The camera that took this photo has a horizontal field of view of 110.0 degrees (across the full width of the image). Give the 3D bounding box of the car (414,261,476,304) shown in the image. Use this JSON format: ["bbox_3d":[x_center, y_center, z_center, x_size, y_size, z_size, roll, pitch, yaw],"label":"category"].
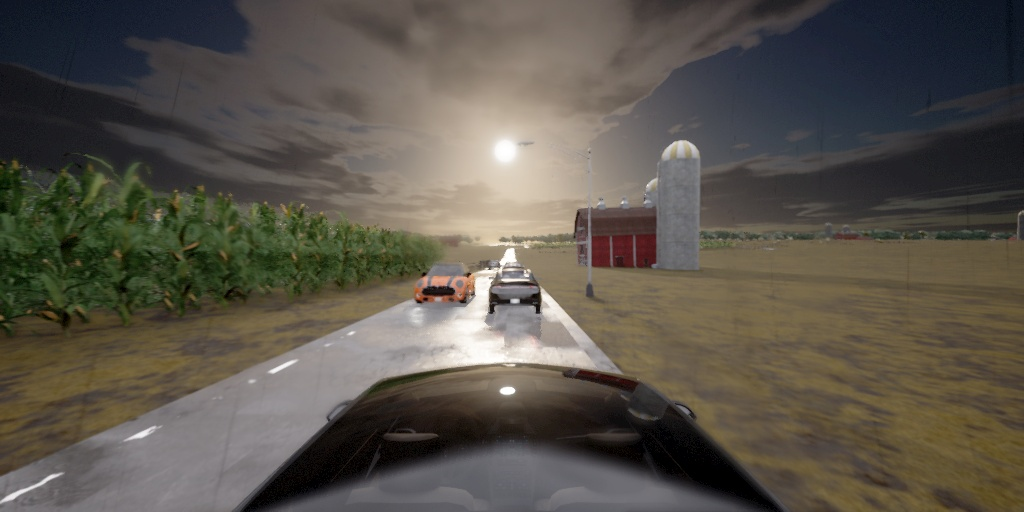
[{"bbox_3d":[-2.850,1.089,16.085,2.097,1.767,4.553,0,0,0],"label":"car"}]

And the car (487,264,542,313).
[{"bbox_3d":[0.097,1.229,13.938,2.128,1.511,4.902,0,0,0],"label":"car"}]

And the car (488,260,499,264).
[{"bbox_3d":[-2.819,1.380,56.543,2.128,1.511,4.902,0,0,0],"label":"car"}]

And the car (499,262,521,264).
[{"bbox_3d":[0.104,1.239,31.869,1.882,1.535,5.008,0,0,0],"label":"car"}]
